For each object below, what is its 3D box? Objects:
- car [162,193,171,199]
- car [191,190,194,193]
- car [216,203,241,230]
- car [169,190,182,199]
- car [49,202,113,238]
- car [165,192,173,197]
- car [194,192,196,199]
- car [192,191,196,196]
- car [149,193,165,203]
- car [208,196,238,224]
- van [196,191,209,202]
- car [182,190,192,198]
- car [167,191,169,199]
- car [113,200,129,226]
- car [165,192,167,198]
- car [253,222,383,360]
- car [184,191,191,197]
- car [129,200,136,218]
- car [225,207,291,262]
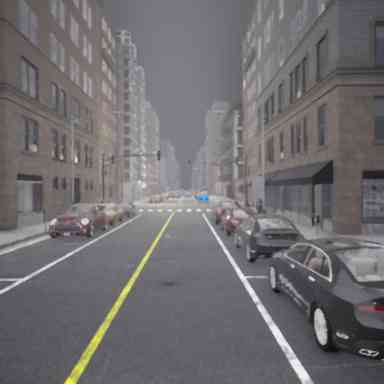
[{"bbox_3d":[-6.473,0.905,83.314,1.947,1.339,4.313,0,1,-1],"label":"car"},{"bbox_3d":[1.549,0.597,83.423,2.192,1.841,5.009,0,1,-1],"label":"car"},{"bbox_3d":[2.423,1.423,16.907,1.802,1.307,4.206,0,0,-1],"label":"car"},{"bbox_3d":[-3.755,0.928,77.170,1.994,1.385,4.181,0,1,-1],"label":"car"},{"bbox_3d":[-5.602,1.338,16.794,1.967,1.590,4.097,0,0,-1],"label":"car"},{"bbox_3d":[-6.622,0.802,94.676,1.947,1.339,4.313,0,1,-1],"label":"car"},{"bbox_3d":[1.774,1.013,66.383,1.802,1.307,4.206,0,1,-1],"label":"car"},{"bbox_3d":[1.626,0.915,77.744,1.802,1.307,4.206,0,1,-1],"label":"car"},{"bbox_3d":[-6.101,1.133,54.908,2.008,1.369,4.403,0,0,-1],"label":"car"},{"bbox_3d":[2.350,1.236,22.425,1.967,1.590,4.097,0,0,-1],"label":"car"},{"bbox_3d":[1.921,0.867,55.020,1.690,1.788,3.998,0,0,-1],"label":"van"},{"bbox_3d":[-1.104,0.820,84.696,2.033,1.411,5.357,0,1,-1],"label":"car"},{"bbox_3d":[-6.397,0.917,77.463,1.752,1.417,4.829,0,1,-1],"label":"car"},{"bbox_3d":[-5.672,1.379,22.142,1.752,1.417,4.829,0,0,-1],"label":"car"},{"bbox_3d":[-6.176,1.079,60.589,1.887,1.381,4.507,0,0,-1],"label":"car"},{"bbox_3d":[2.568,1.483,5.871,2.008,1.369,4.403,0,0,-1],"label":"car"},{"bbox_3d":[-1.241,0.616,95.113,1.882,1.535,5.008,0,1,-1],"label":"car"},{"bbox_3d":[-5.746,1.358,27.830,2.008,1.369,4.403,0,0,-1],"label":"car"},{"bbox_3d":[2.495,1.438,11.389,2.008,1.369,4.403,0,0,-1],"label":"car"}]
